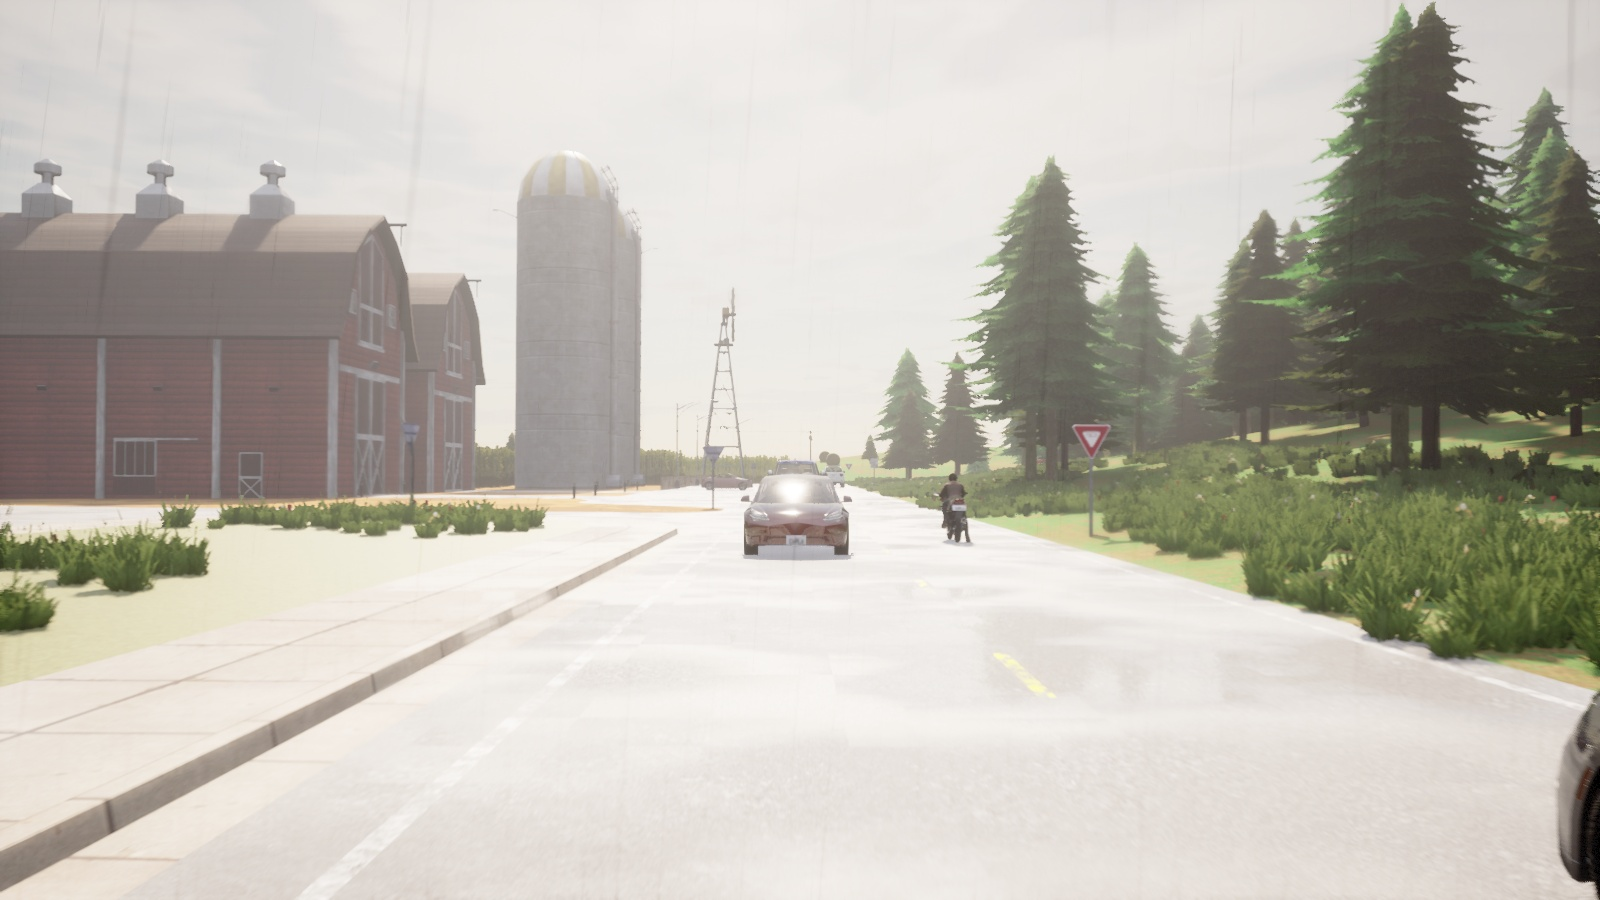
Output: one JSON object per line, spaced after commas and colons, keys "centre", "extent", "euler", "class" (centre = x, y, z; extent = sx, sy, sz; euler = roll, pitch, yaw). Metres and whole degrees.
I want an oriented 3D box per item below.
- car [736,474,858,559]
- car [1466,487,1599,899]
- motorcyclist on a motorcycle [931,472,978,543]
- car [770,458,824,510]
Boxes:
{"centre": [-0.060, 1.230, 24.782], "extent": [2.163, 1.488, 4.792], "euler": [0, -1, 0], "class": "car"}
{"centre": [3.494, 0.846, 2.384], "extent": [1.837, 1.490, 4.892], "euler": [0, -1, 0], "class": "car"}
{"centre": [3.432, 1.252, 28.035], "extent": [0.797, 1.523, 2.044], "euler": [0, -1, 0], "class": "motorcyclist on a motorcycle"}
{"centre": [-0.129, 1.418, 52.707], "extent": [2.150, 2.045, 5.566], "euler": [0, -1, 0], "class": "car"}
